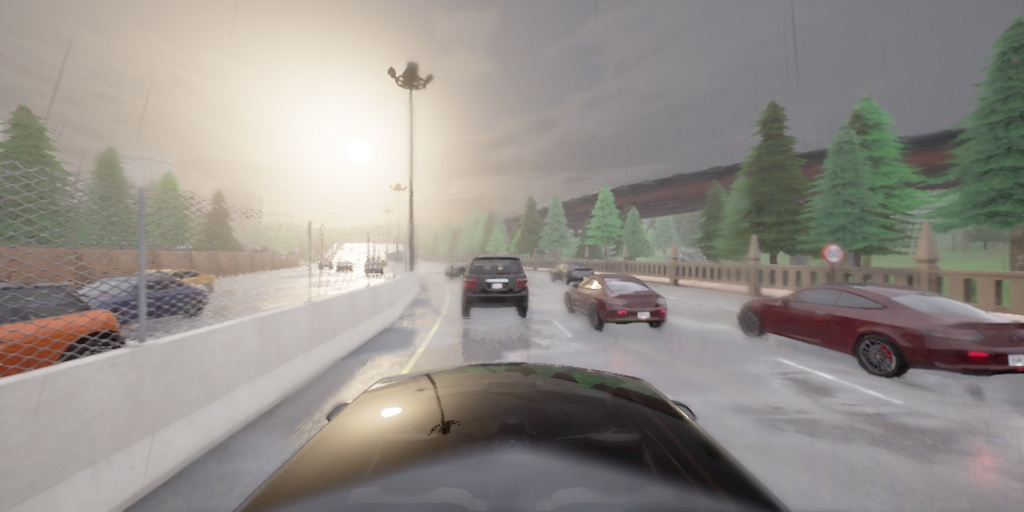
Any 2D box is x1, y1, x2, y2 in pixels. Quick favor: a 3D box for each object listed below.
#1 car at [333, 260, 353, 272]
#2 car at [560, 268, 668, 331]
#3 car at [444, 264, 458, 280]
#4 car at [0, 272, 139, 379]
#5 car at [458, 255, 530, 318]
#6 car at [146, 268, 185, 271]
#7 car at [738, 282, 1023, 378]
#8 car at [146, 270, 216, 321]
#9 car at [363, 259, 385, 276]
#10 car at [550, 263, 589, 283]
[{"bbox_3d":[-22.765,1.338,48.891,1.882,1.535,5.008,0,0,-22],"label":"car"},{"bbox_3d":[2.974,1.266,10.959,1.812,1.442,4.674,0,0,-5],"label":"car"},{"bbox_3d":[-4.896,1.381,32.215,1.895,1.301,4.718,0,0,-18],"label":"car"},{"bbox_3d":[-7.245,1.133,3.792,2.097,1.767,4.553,0,0,-2],"label":"car"},{"bbox_3d":[-0.750,0.979,13.245,2.150,2.045,5.566,0,0,-7],"label":"car"},{"bbox_3d":[-15.394,1.296,15.771,1.882,1.535,5.008,0,0,-10],"label":"car"},{"bbox_3d":[6.741,1.250,7.165,1.812,1.442,4.674,0,0,-3],"label":"car"},{"bbox_3d":[-11.150,1.325,10.439,1.812,1.442,4.674,0,0,-6],"label":"car"},{"bbox_3d":[-15.016,1.330,39.094,1.837,1.490,4.892,0,0,-22],"label":"car"},{"bbox_3d":[4.157,1.232,25.428,2.128,1.511,4.902,0,0,-12],"label":"car"}]
